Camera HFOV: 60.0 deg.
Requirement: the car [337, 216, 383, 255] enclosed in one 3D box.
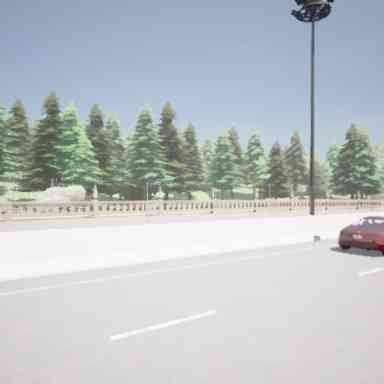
[{"bbox_3d":[7.940,1.696,13.834,4.181,1.385,1.994,1,0,-35],"label":"car"}]
